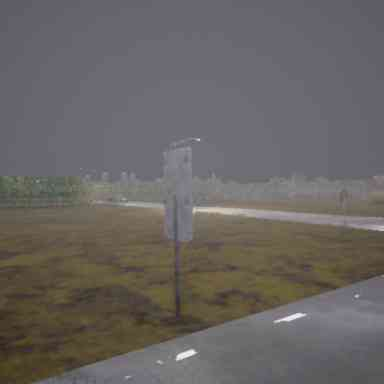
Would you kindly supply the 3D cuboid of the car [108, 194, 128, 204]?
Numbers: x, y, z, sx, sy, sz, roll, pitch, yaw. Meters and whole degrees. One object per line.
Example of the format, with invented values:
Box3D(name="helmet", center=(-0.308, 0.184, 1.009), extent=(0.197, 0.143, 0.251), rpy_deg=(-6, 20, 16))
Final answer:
Box3D(name="car", center=(-12.133, 1.117, 54.612), extent=(2.128, 1.511, 4.902), rpy_deg=(-2, 1, -35))
